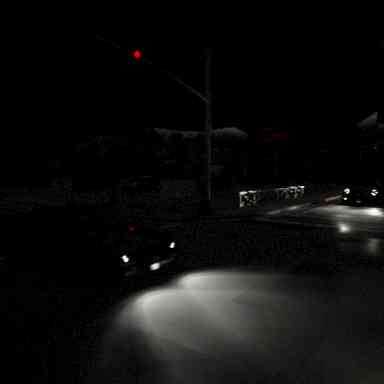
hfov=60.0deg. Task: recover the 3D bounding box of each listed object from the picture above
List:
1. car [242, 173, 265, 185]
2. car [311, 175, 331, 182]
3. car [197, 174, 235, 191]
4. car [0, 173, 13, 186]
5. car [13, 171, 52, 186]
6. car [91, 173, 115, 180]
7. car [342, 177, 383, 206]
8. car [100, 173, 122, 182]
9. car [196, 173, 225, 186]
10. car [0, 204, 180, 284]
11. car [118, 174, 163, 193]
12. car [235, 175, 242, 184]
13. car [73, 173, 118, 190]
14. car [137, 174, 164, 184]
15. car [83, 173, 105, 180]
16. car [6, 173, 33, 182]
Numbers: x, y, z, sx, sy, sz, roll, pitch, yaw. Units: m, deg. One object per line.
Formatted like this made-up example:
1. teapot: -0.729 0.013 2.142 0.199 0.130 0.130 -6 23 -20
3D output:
1. car: 10.021 -2.099 52.020 1.905 1.878 3.866 3 5 36
2. car: 30.653 -3.280 79.028 4.611 1.667 2.242 3 5 36
3. car: 2.339 -0.871 35.511 2.007 1.523 4.514 3 5 36
4. car: -23.022 -1.852 44.517 1.932 1.855 4.605 3 5 36
5. car: -20.440 -1.763 43.126 1.905 1.878 3.866 3 5 36
6. car: -19.882 -3.549 74.748 2.152 1.636 5.027 3 5 36
7. car: 11.710 -0.090 22.442 2.097 1.767 4.553 3 5 37
8. car: -14.910 -2.669 61.567 1.845 1.501 3.633 3 5 36
9. car: 2.703 -1.854 47.650 1.932 1.855 4.605 3 5 36
10. car: -2.870 1.043 8.279 5.357 1.411 2.033 2 4 36
11. car: -4.794 -0.766 32.015 1.970 1.475 3.806 3 5 36
12. car: 7.707 -1.993 54.499 1.970 1.475 3.806 3 5 36
13. car: -10.148 -1.116 35.552 2.152 1.636 5.027 3 5 36
14. car: -6.897 -2.243 55.613 2.007 1.523 4.514 3 5 36
15. car: -22.436 -3.677 76.564 2.007 1.523 4.514 3 5 36
16. car: -31.087 -2.619 59.848 1.970 1.475 3.806 3 5 36
